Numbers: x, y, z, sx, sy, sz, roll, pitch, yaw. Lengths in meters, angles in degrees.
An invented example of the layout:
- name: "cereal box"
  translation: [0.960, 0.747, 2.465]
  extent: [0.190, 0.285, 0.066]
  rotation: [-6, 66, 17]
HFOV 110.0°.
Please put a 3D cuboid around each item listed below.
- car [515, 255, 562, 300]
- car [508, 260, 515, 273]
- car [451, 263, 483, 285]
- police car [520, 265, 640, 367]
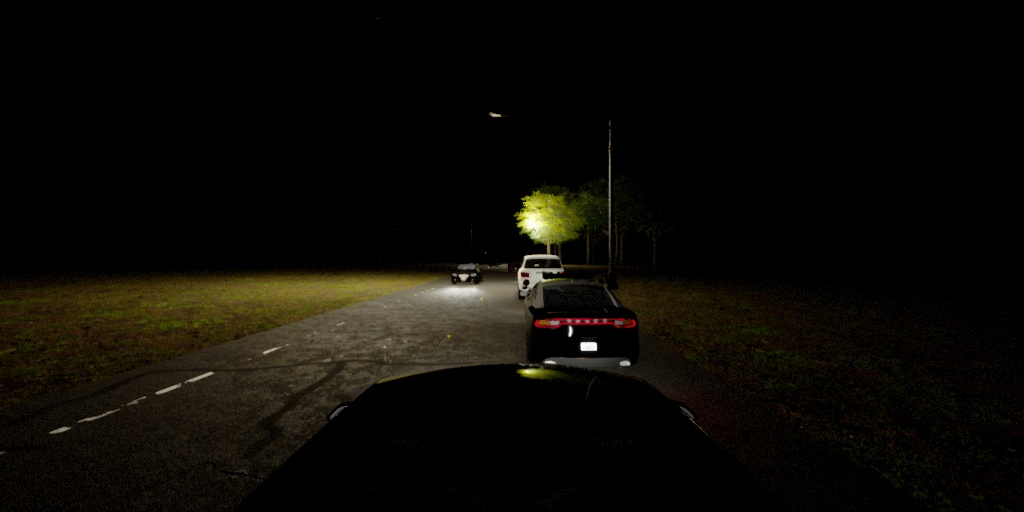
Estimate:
- name: "car"
  translation: [1.382, 0.982, 17.970]
  extent: [2.150, 2.045, 5.566]
  rotation: [0, 0, 1]
- name: "car"
  translation: [0.459, 1.326, 45.013]
  extent: [1.812, 1.442, 4.674]
  rotation: [0, 0, 0]
- name: "car"
  translation: [-3.190, 1.260, 26.215]
  extent: [2.128, 1.511, 4.902]
  rotation: [0, 0, 0]
- name: "police car"
  translation: [1.216, 1.173, 8.025]
  extent: [1.930, 1.638, 5.238]
  rotation: [0, 0, 1]
